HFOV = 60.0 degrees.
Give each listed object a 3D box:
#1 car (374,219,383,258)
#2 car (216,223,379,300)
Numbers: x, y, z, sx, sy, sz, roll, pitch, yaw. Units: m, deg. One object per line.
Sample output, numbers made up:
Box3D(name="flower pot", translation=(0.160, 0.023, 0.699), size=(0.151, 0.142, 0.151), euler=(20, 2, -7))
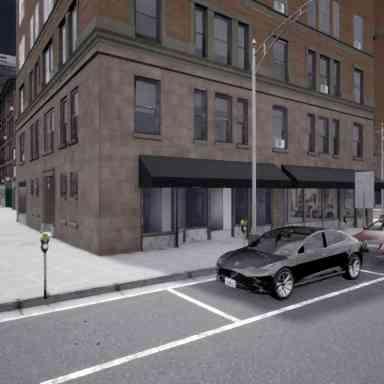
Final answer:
Box3D(name="car", translation=(7.073, 1.582, 11.569), size=(4.206, 1.307, 1.802), euler=(0, 0, -35))
Box3D(name="car", translation=(2.592, 1.566, 8.378), size=(4.313, 1.339, 1.947), euler=(0, 0, -35))
